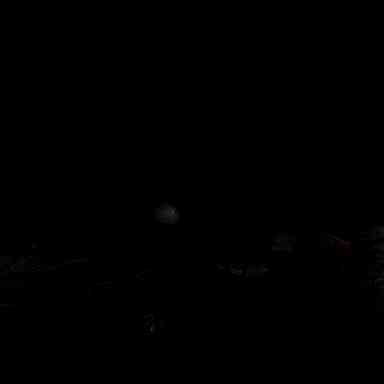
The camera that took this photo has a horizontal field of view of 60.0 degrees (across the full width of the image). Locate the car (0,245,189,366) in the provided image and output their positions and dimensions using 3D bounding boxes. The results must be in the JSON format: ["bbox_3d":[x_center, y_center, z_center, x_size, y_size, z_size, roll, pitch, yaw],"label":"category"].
[{"bbox_3d":[-2.050,1.566,5.075,4.313,1.339,1.947,0,0,-35],"label":"car"}]

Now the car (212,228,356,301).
[{"bbox_3d":[2.430,1.582,8.269,4.206,1.307,1.802,0,0,-35],"label":"car"}]
